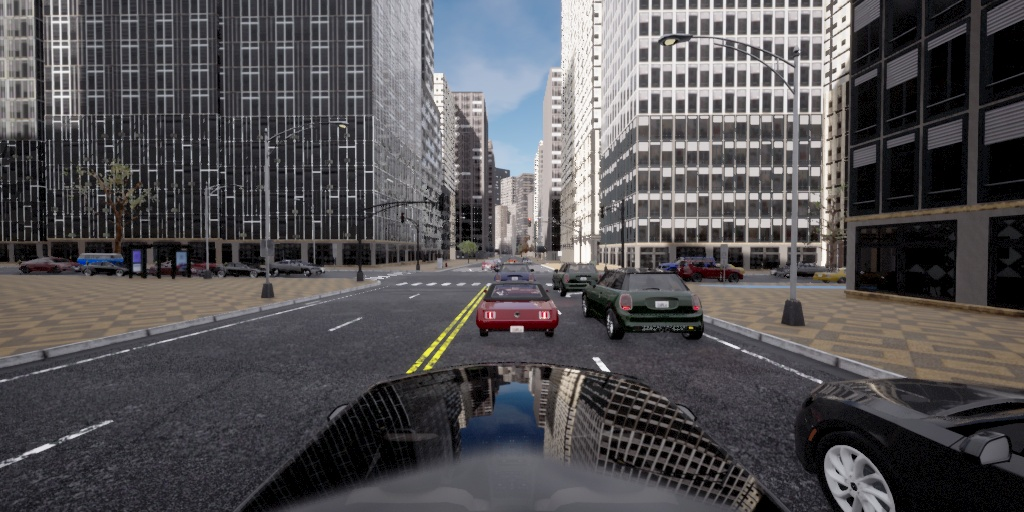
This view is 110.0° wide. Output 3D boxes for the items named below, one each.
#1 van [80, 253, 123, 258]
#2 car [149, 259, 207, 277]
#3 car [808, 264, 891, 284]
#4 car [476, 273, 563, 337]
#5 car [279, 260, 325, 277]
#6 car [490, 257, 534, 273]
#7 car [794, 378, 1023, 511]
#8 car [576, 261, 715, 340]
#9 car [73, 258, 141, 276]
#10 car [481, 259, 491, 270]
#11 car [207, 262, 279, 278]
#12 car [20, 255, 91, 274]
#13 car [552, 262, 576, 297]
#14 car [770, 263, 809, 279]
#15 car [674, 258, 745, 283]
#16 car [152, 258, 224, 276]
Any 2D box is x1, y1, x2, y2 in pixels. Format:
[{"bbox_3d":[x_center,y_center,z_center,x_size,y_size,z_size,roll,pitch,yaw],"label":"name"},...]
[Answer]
[{"bbox_3d":[-45.211,0.605,39.344,3.998,1.789,1.690,0,0,1],"label":"van"},{"bbox_3d":[-28.357,1.138,30.475,4.207,1.307,1.802,0,0,1],"label":"car"},{"bbox_3d":[27.698,1.579,29.500,4.829,1.417,1.751,0,0,1],"label":"car"},{"bbox_3d":[0.115,1.347,10.229,1.895,1.301,4.718,0,0,0],"label":"car"},{"bbox_3d":[-19.776,1.082,32.972,4.902,1.511,2.128,1,1,1],"label":"car"},{"bbox_3d":[0.135,1.092,19.223,2.097,1.767,4.553,0,0,0],"label":"car"},{"bbox_3d":[3.343,1.255,1.078,1.837,1.490,4.892,0,0,0],"label":"car"},{"bbox_3d":[3.359,1.098,10.133,2.097,1.767,4.553,0,0,0],"label":"car"},{"bbox_3d":[-34.038,1.070,30.660,4.313,1.339,1.948,0,0,1],"label":"car"},{"bbox_3d":[-3.229,1.241,50.698,1.812,1.442,4.674,0,0,0],"label":"car"},{"bbox_3d":[-22.674,1.174,30.330,4.313,1.339,1.948,0,0,1],"label":"car"},{"bbox_3d":[-42.937,0.905,33.508,4.674,1.442,1.812,0,1,2],"label":"car"},{"bbox_3d":[3.384,1.093,19.070,2.097,1.767,4.553,0,0,0],"label":"car"},{"bbox_3d":[28.159,1.457,35.266,4.902,1.511,2.128,1,1,1],"label":"car"},{"bbox_3d":[16.250,1.269,29.721,5.009,1.841,2.192,0,0,1],"label":"car"},{"bbox_3d":[-29.906,0.976,33.200,5.008,1.535,1.882,1,1,1],"label":"car"}]
